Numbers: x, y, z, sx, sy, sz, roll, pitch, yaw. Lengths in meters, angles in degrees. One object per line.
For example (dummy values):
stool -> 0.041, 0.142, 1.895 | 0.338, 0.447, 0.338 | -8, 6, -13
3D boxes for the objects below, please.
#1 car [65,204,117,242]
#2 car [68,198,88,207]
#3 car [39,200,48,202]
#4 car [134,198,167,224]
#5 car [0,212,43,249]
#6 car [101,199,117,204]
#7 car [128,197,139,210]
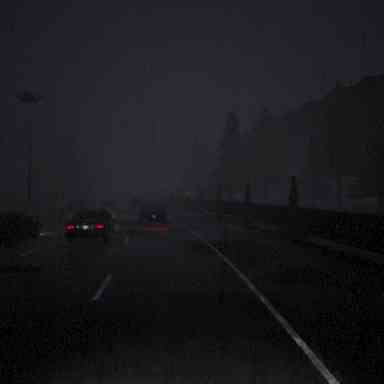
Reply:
car -> -4.941, 1.541, 16.568 | 2.033, 1.411, 5.357 | 0, 0, -10
car -> -13.463, 1.481, 39.363 | 2.128, 1.511, 4.902 | 0, 0, -13
car -> -24.263, 1.578, 54.834 | 1.994, 1.385, 4.181 | 0, 0, -13
car -> -3.019, 1.456, 24.560 | 1.882, 1.535, 5.008 | 0, 0, -12
car -> -8.120, 1.553, 14.369 | 2.033, 1.411, 5.357 | 0, 0, -9
car -> -10.525, 1.579, 42.241 | 1.895, 1.301, 4.718 | 0, 0, -13
car -> -7.232, 1.474, 43.545 | 1.837, 1.490, 4.892 | 0, 1, -13
